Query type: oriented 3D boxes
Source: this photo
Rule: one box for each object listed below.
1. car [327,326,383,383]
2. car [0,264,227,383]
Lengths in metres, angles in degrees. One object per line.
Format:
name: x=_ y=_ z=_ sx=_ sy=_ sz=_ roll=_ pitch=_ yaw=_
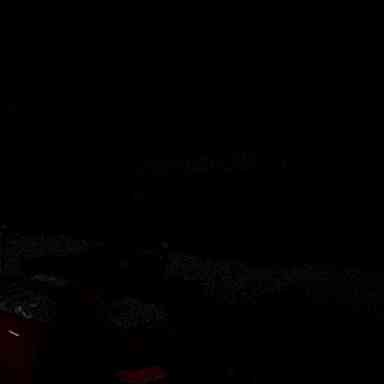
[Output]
car: x=2.955 y=1.302 z=0.951 sx=5.009 sy=1.841 sz=2.192 roll=0 pitch=0 yaw=36
car: x=-1.574 y=1.607 z=4.217 sx=4.206 sy=1.307 sz=1.802 roll=0 pitch=0 yaw=36
